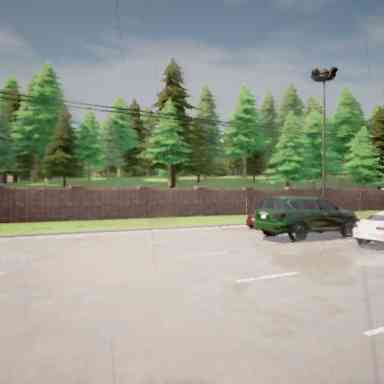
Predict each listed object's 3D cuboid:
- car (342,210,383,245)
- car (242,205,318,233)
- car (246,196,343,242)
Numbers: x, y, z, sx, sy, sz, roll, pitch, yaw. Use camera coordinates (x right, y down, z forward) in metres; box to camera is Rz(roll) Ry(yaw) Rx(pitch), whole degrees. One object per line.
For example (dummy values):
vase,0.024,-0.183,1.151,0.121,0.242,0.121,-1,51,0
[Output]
car,8.828,1.527,14.049,4.674,1.442,1.812,0,0,-27
car,5.327,1.558,20.111,4.181,1.385,1.994,0,0,-26
car,5.664,1.218,16.368,5.566,2.045,2.150,0,0,-27
